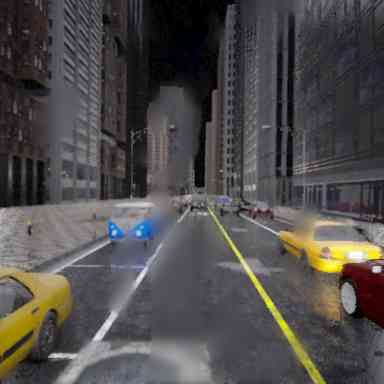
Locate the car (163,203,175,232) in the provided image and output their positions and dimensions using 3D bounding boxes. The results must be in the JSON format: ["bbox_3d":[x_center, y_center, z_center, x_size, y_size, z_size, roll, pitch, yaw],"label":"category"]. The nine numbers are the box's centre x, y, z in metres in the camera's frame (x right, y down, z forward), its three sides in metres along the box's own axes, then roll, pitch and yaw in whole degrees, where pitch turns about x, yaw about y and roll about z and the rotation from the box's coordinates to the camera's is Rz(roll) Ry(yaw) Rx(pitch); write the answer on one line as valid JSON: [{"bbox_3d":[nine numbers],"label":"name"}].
[{"bbox_3d":[-2.364,1.593,20.377,2.008,1.369,4.403,1,0,1],"label":"car"}]

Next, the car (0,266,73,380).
[{"bbox_3d":[-2.741,1.500,3.290,1.752,1.417,4.829,1,0,1],"label":"car"}]

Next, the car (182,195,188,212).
[{"bbox_3d":[-1.989,1.430,37.296,2.192,1.841,5.009,1,0,1],"label":"car"}]

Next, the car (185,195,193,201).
[{"bbox_3d":[-0.746,1.673,93.690,2.192,1.841,5.009,1,0,1],"label":"car"}]

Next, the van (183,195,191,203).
[{"bbox_3d":[-1.119,1.627,76.772,1.690,1.788,3.998,1,0,1],"label":"van"}]

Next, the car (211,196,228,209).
[{"bbox_3d":[3.961,1.721,45.434,2.128,1.511,4.902,1,0,1],"label":"car"}]

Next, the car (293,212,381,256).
[{"bbox_3d":[6.034,1.685,14.556,2.008,1.369,4.403,1,0,1],"label":"car"}]

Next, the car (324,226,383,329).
[{"bbox_3d":[3.833,1.547,4.562,1.882,1.535,5.008,1,0,-1],"label":"car"}]

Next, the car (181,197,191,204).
[{"bbox_3d":[-1.249,1.786,70.962,1.752,1.417,4.829,1,0,1],"label":"car"}]

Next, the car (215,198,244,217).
[{"bbox_3d":[3.744,1.670,33.826,2.128,1.511,4.902,1,0,2],"label":"car"}]

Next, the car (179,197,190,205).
[{"bbox_3d":[-1.370,1.788,65.492,2.008,1.369,4.403,1,0,1],"label":"car"}]

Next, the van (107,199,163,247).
[{"bbox_3d":[-2.486,1.361,14.739,1.690,1.788,3.998,1,0,1],"label":"van"}]

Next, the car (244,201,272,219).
[{"bbox_3d":[6.408,1.646,31.473,1.967,1.590,4.097,1,0,1],"label":"car"}]

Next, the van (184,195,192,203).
[{"bbox_3d":[-0.995,1.651,82.411,1.690,1.788,3.998,1,0,1],"label":"van"}]

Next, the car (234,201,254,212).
[{"bbox_3d":[6.655,1.820,42.751,1.947,1.339,4.313,1,0,1],"label":"car"}]

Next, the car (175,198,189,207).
[{"bbox_3d":[-1.618,1.754,54.214,1.947,1.339,4.313,1,0,1],"label":"car"}]

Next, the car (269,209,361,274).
[{"bbox_3d":[4.092,1.549,10.775,1.801,1.575,5.366,1,0,1],"label":"car"}]

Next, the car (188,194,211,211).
[{"bbox_3d":[0.898,1.399,43.216,2.150,2.045,5.566,1,0,1],"label":"car"}]

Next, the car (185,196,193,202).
[{"bbox_3d":[-0.871,1.774,88.050,1.967,1.590,4.097,1,0,1],"label":"car"}]

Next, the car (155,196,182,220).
[{"bbox_3d":[-2.238,1.381,26.018,2.192,1.841,5.009,1,0,1],"label":"car"}]

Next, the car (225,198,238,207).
[{"bbox_3d":[7.028,1.872,59.669,1.887,1.381,4.507,1,0,1],"label":"car"}]
